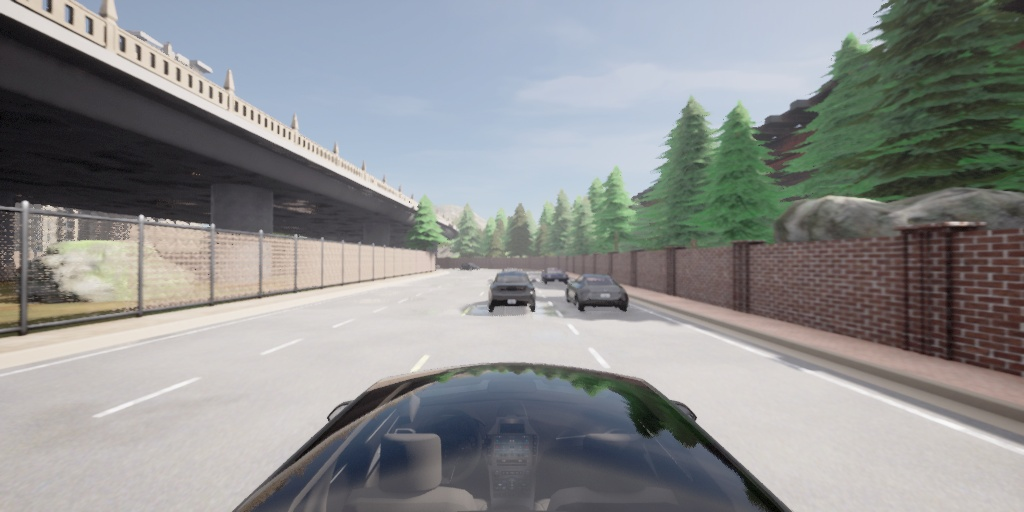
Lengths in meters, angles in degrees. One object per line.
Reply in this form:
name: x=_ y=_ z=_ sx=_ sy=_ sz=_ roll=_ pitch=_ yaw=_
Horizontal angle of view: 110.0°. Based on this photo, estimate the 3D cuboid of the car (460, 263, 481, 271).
car: x=-7.472 y=1.931 z=64.056 sx=1.837 sy=1.490 sz=4.892 roll=2 pitch=-1 yaw=-42

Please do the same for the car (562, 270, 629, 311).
car: x=3.515 y=1.464 z=15.411 sx=1.994 sy=1.385 sz=4.181 roll=0 pitch=-1 yaw=1

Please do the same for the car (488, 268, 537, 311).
car: x=0.016 y=1.406 z=15.343 sx=1.837 sy=1.490 sz=4.892 roll=0 pitch=0 yaw=0

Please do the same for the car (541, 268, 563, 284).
car: x=3.496 y=1.660 z=30.090 sx=1.895 sy=1.301 sz=4.718 roll=0 pitch=-1 yaw=0
